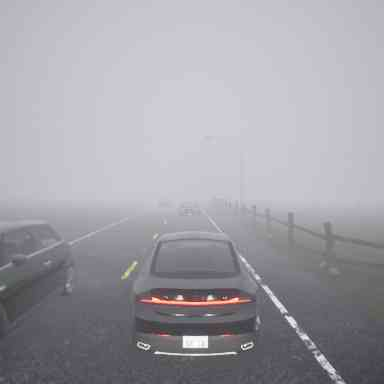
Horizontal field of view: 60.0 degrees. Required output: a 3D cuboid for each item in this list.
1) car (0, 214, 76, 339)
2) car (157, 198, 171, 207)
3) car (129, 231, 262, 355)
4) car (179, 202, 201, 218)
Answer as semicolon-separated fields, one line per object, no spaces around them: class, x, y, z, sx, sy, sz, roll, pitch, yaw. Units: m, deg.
car;-3.624;1.352;5.534;2.097;1.767;4.553;0;0;0
car;-4.131;1.624;49.847;1.895;1.301;4.718;0;0;-1
car;0.049;1.505;6.312;1.837;1.490;4.892;0;0;0
car;-0.209;1.590;30.292;1.895;1.301;4.718;0;0;-1
